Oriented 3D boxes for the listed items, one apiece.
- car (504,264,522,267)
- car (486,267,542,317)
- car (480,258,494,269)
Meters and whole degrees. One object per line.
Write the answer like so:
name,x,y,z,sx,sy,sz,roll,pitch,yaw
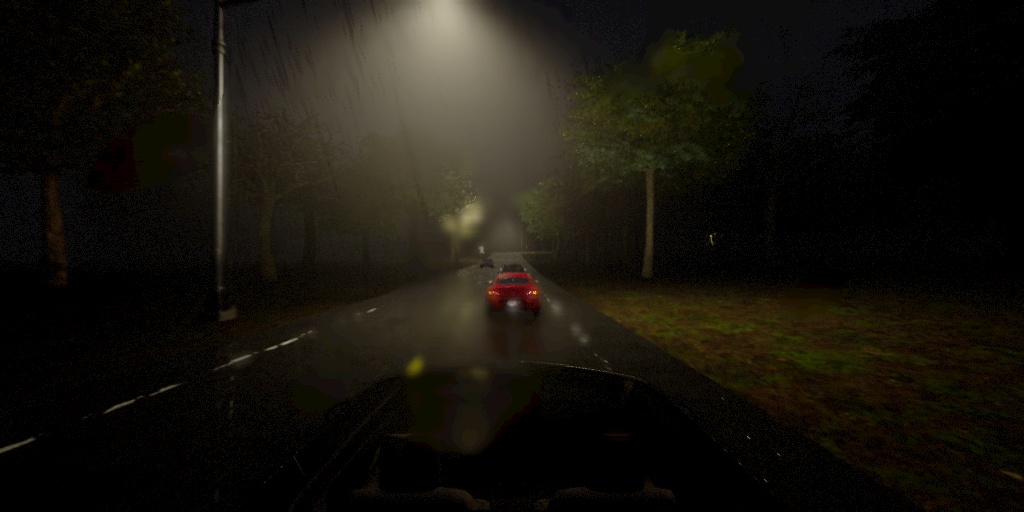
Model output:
car,0.068,1.333,27.696,1.837,1.490,4.892,0,0,0
car,0.074,1.315,13.278,1.812,1.442,4.674,0,0,1
car,-3.575,1.081,51.988,1.812,1.442,4.674,0,1,0
